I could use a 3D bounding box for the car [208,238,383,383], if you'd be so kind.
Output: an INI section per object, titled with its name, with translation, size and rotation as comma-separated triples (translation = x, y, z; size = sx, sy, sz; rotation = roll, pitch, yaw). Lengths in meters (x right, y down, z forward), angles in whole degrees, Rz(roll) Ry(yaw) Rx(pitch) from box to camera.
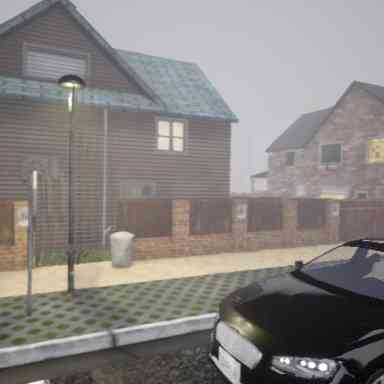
[car]
translation = 2.584, 1.401, 4.222
size = 4.902, 1.511, 2.128
rotation = 0, 2, -25
